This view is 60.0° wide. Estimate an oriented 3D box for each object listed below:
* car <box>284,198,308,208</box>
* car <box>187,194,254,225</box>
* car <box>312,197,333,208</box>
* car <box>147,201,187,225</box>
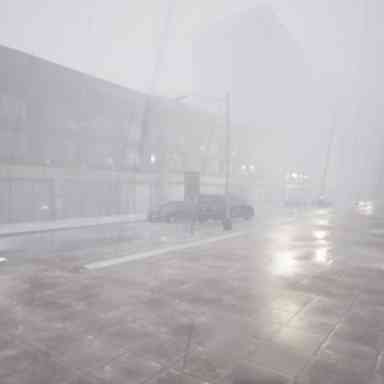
[{"bbox_3d":[13.952,1.454,44.540,1.895,1.301,4.718,0,0,36],"label":"car"},{"bbox_3d":[2.375,1.135,23.588,2.150,2.045,5.566,0,0,36],"label":"car"},{"bbox_3d":[17.500,1.360,44.548,2.128,1.511,4.902,0,0,36],"label":"car"},{"bbox_3d":[-1.144,1.404,23.685,1.837,1.490,4.892,0,0,36],"label":"car"}]
